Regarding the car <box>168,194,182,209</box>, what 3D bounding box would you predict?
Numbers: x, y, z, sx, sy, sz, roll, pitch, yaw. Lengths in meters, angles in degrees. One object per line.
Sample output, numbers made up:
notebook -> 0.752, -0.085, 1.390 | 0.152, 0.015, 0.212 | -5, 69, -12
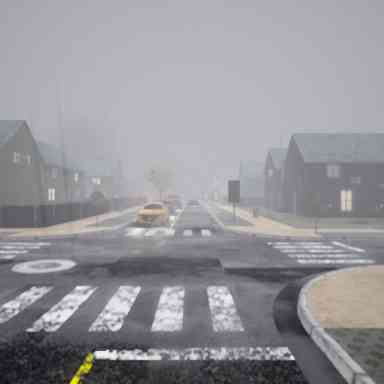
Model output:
car -> -2.711, 1.383, 49.484 | 2.150, 2.045, 5.566 | 0, 0, 0

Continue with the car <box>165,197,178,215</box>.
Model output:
car -> -2.761, 1.565, 35.082 | 1.882, 1.535, 5.008 | 0, 0, 0

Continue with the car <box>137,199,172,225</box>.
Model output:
car -> -2.820, 1.530, 24.941 | 1.882, 1.535, 5.008 | 0, 0, 1

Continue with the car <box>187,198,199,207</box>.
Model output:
car -> 0.193, 1.772, 56.710 | 1.994, 1.385, 4.181 | 0, 0, 1

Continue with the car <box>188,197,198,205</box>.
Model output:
car -> 0.162, 1.830, 66.688 | 2.033, 1.411, 5.357 | 0, 0, 0
